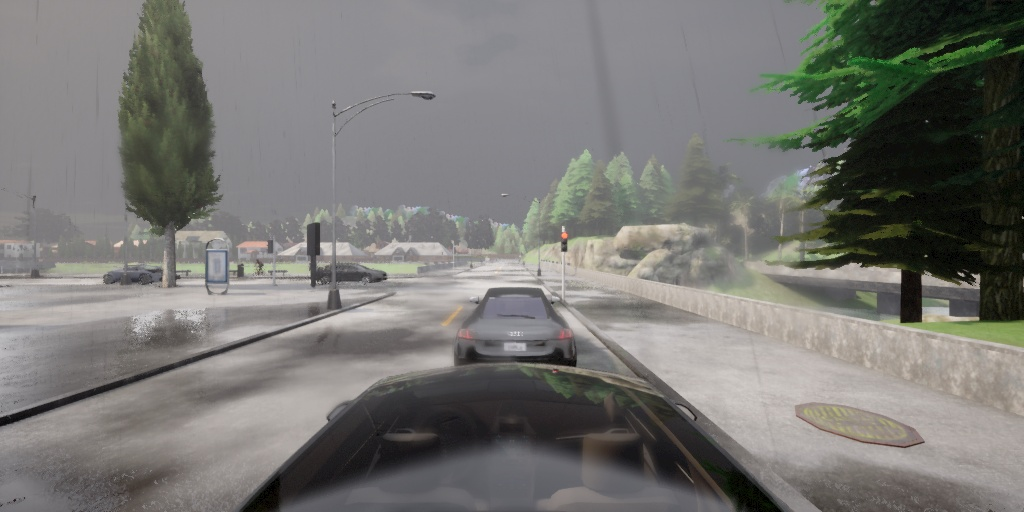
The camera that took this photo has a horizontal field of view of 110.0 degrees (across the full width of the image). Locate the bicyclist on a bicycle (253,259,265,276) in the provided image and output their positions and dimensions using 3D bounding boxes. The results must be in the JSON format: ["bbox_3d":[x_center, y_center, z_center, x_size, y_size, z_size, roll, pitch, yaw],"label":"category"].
[{"bbox_3d":[-24.100,1.099,34.130,0.582,1.620,1.656,0,0,0],"label":"bicyclist on a bicycle"}]

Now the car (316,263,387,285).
[{"bbox_3d":[-11.440,1.255,25.628,4.892,1.490,1.837,0,0,2],"label":"car"}]

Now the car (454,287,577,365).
[{"bbox_3d":[0.063,1.314,7.307,1.994,1.385,4.181,0,0,0],"label":"car"}]

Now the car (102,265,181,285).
[{"bbox_3d":[-26.474,1.314,25.731,4.181,1.385,1.994,0,0,0],"label":"car"}]
